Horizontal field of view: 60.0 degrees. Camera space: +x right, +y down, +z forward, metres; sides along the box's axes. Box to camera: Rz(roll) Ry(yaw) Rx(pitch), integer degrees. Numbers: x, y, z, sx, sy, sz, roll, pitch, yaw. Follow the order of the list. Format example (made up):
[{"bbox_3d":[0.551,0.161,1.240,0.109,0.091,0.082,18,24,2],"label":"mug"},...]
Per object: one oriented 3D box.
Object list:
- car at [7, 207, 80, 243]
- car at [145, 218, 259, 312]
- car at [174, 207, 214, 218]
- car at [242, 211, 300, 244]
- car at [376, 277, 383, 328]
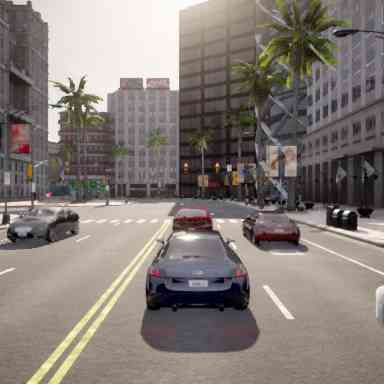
[{"bbox_3d":[-7.033,1.493,16.266,2.128,1.511,4.902,0,0,1],"label":"car"},{"bbox_3d":[0.089,1.562,7.813,1.994,1.385,4.181,0,0,-1],"label":"car"},{"bbox_3d":[0.090,1.478,16.799,1.882,1.535,5.008,0,0,2],"label":"car"},{"bbox_3d":[3.597,1.563,15.728,1.994,1.385,4.181,0,0,0],"label":"car"},{"bbox_3d":[3.600,1.223,2.203,2.150,2.045,5.566,0,0,0],"label":"car"}]
